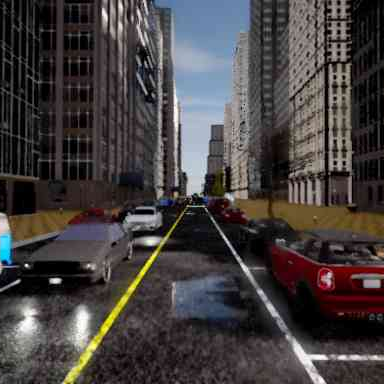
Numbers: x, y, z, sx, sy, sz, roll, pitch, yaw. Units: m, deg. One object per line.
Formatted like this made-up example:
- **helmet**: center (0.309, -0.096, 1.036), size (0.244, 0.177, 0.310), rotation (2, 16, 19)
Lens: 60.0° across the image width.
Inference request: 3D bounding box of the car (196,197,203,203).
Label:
- **car**: center (1.897, 2.031, 85.776), size (1.837, 1.490, 4.892), rotation (0, 0, 1)

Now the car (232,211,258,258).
- **car**: center (2.897, 1.655, 12.924), size (1.947, 1.339, 4.313), rotation (1, 0, 1)

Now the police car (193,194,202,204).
- **police car**: center (1.781, 1.889, 75.887), size (1.930, 1.638, 5.238), rotation (0, 0, 1)

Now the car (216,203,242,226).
- **car**: center (2.966, 1.739, 24.301), size (1.802, 1.307, 4.206), rotation (1, 0, 1)

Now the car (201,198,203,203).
- **car**: center (3.505, 1.984, 69.808), size (2.008, 1.369, 4.403), rotation (1, 0, 1)

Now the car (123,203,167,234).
- **car**: center (-2.868, 1.637, 20.353), size (1.812, 1.442, 4.674), rotation (0, 0, 1)

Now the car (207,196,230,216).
- **car**: center (3.104, 1.541, 35.679), size (2.192, 1.841, 5.009), rotation (1, 0, 1)

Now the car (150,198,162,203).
- **car**: center (-5.212, 1.794, 41.485), size (1.947, 1.339, 4.313), rotation (1, 0, 1)

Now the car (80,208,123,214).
- **car**: center (-5.490, 1.636, 18.733), size (1.887, 1.381, 4.507), rotation (1, 0, 1)

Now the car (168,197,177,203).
- **car**: center (-4.740, 2.023, 81.306), size (2.008, 1.369, 4.403), rotation (1, 0, 1)

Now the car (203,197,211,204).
- **car**: center (3.639, 2.055, 81.185), size (2.008, 1.369, 4.403), rotation (1, 0, 1)

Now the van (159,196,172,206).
- **van**: center (-5.007, 1.673, 58.552), size (1.690, 1.788, 3.998), rotation (1, 0, 1)

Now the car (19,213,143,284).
- **car**: center (-3.003, 1.596, 10.009), size (2.033, 1.411, 5.357), rotation (0, 0, 0)

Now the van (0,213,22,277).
- **van**: center (-5.734, 1.363, 7.359), size (1.690, 1.788, 3.998), rotation (1, 0, 1)

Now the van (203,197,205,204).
- **van**: center (3.440, 1.740, 64.121), size (1.690, 1.788, 3.998), rotation (1, 0, 1)

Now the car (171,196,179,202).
- **car**: center (-4.604, 1.983, 92.684), size (1.967, 1.590, 4.097), rotation (1, 0, 1)

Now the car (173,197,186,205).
- **car**: center (-2.244, 1.915, 66.418), size (1.812, 1.442, 4.674), rotation (0, 0, 1)

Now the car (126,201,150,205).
- **car**: center (-5.347, 1.725, 30.107), size (1.947, 1.339, 4.313), rotation (1, 0, 1)

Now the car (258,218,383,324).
- **car**: center (2.887, 1.495, 7.237), size (1.967, 1.590, 4.097), rotation (1, 0, 1)

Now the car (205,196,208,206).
- **car**: center (3.171, 1.575, 41.367), size (2.192, 1.841, 5.009), rotation (1, 0, 1)
